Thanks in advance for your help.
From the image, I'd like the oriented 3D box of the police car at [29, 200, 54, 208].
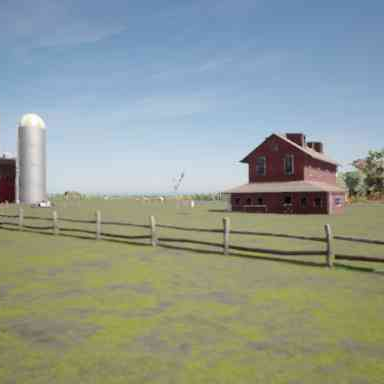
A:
[{"bbox_3d":[-31.910,2.528,70.382,2.038,1.542,4.974,-1,-1,35],"label":"police car"}]
